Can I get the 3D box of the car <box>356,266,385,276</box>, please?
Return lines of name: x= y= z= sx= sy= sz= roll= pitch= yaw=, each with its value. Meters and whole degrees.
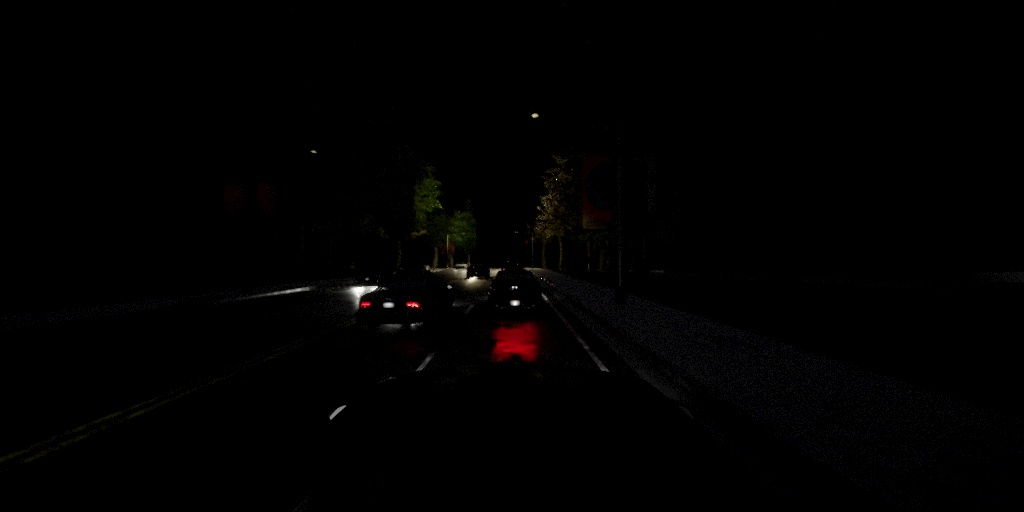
car: x=-9.843 y=1.395 z=26.346 sx=1.994 sy=1.385 sz=4.181 roll=0 pitch=0 yaw=0

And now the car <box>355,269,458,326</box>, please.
car: x=-3.149 y=1.308 z=11.653 sx=2.033 sy=1.411 sz=5.357 roll=0 pitch=0 yaw=0

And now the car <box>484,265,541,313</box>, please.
car: x=0.102 y=1.273 z=14.025 sx=1.837 sy=1.490 sz=4.892 roll=0 pitch=0 yaw=0

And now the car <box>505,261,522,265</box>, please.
car: x=0.105 y=1.229 z=32.071 sx=2.097 sy=1.767 sz=4.553 roll=0 pitch=0 yaw=0

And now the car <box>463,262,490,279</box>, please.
car: x=-3.145 y=1.374 z=34.111 sx=1.882 sy=1.535 sz=5.008 roll=0 pitch=-1 yaw=0

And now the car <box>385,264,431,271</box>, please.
car: x=-6.595 y=1.310 z=24.465 sx=2.128 sy=1.511 sz=4.902 roll=0 pitch=0 yaw=0
